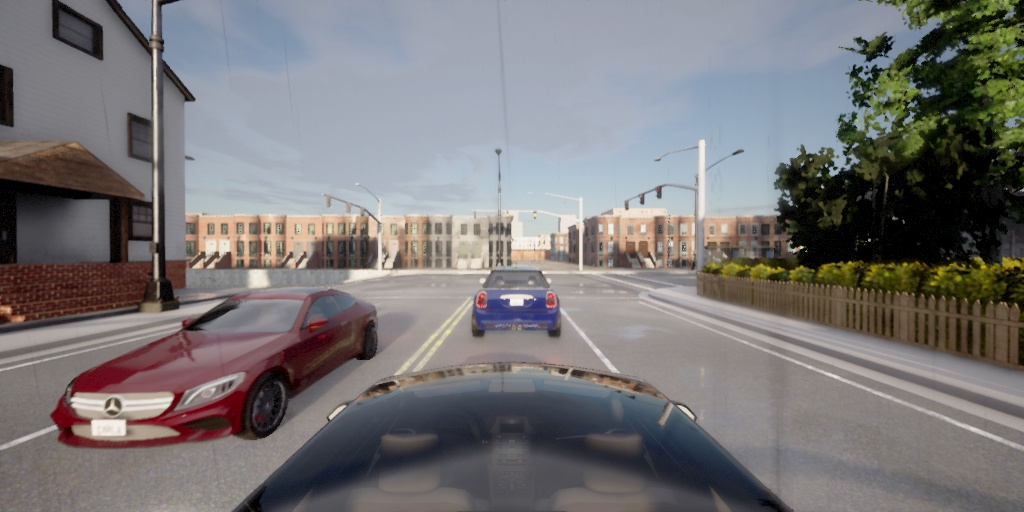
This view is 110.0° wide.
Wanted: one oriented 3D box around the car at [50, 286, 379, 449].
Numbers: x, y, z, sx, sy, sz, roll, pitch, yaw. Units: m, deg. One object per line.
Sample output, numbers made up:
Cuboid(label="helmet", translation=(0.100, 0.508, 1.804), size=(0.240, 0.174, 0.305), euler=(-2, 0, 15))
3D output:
Cuboid(label="car", translation=(-3.567, 1.246, 5.499), size=(1.812, 1.442, 4.674), euler=(0, 0, 0))

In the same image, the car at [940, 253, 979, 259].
Cuboid(label="car", translation=(36.605, 0.749, 29.954), size=(5.566, 2.045, 2.150), euler=(0, 0, 0))

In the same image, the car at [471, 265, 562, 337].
Cuboid(label="car", translation=(0.102, 1.036, 10.173), size=(2.097, 1.767, 4.553), euler=(0, 0, 0))

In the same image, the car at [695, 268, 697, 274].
Cuboid(label="car", translation=(18.294, 1.076, 29.903), size=(5.357, 1.411, 2.033), euler=(0, 0, 0))
